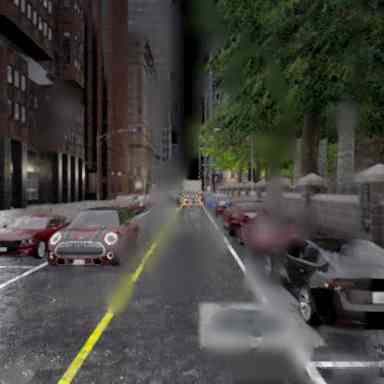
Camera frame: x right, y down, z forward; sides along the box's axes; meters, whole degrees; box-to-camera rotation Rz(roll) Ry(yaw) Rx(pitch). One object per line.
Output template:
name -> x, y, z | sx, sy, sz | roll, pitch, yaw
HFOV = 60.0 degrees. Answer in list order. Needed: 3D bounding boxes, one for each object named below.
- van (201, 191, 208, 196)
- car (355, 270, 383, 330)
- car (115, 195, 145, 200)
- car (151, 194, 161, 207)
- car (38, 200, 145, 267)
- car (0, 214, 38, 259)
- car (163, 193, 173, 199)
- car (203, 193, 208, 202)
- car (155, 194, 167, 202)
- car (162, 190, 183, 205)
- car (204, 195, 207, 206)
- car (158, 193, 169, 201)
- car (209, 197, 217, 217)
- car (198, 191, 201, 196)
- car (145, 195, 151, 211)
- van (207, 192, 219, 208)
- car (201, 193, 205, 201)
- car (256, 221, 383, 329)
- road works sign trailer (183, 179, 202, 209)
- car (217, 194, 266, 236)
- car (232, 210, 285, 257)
van -> 2.814, 0.971, 56.575 | 1.690, 1.788, 3.998 | 0, 1, 0
car -> 2.760, 1.547, 1.329 | 2.008, 1.369, 4.403 | 0, 0, 0
car -> -5.738, 1.170, 28.953 | 2.192, 1.841, 5.009 | 0, 0, 0
car -> -5.722, 1.161, 45.525 | 1.967, 1.590, 4.097 | 0, 0, 0
car -> -3.078, 1.310, 11.325 | 2.097, 1.767, 4.553 | 0, 0, 0
car -> -5.756, 1.497, 12.378 | 1.887, 1.381, 4.507 | 0, 0, 0
car -> -5.690, 0.984, 78.670 | 1.947, 1.339, 4.313 | 0, 1, 0
car -> 2.804, 1.248, 45.698 | 1.752, 1.417, 4.829 | 0, 0, 0
car -> -5.706, 1.104, 61.928 | 1.752, 1.417, 4.829 | 0, 1, 0
car -> -3.007, 0.882, 52.675 | 2.150, 2.045, 5.566 | 0, 1, 1
car -> 2.798, 1.351, 40.005 | 1.802, 1.307, 4.206 | 0, 0, 0
car -> -5.701, 0.966, 67.622 | 1.967, 1.590, 4.097 | 0, 1, 0
car -> 2.788, 1.402, 28.956 | 1.887, 1.381, 4.507 | 0, 0, 0
car -> 2.820, 0.895, 62.099 | 2.192, 1.841, 5.009 | 0, 1, 0
car -> -5.732, 1.252, 34.477 | 1.967, 1.590, 4.097 | 0, 0, 0
van -> 2.794, 1.156, 34.478 | 1.690, 1.788, 3.998 | 0, 0, 0
car -> 2.809, 1.259, 51.053 | 1.802, 1.307, 4.206 | 0, 0, 0
car -> 2.763, 1.544, 6.855 | 1.947, 1.339, 4.313 | 0, 0, 0
road works sign trailer -> 0.037, 0.218, 41.794 | 2.380, 3.560, 2.880 | 0, 0, 0
car -> 2.776, 1.242, 17.904 | 2.192, 1.841, 5.009 | 0, 0, 0
car -> 2.771, 1.537, 12.381 | 1.802, 1.307, 4.206 | 0, 0, 0
